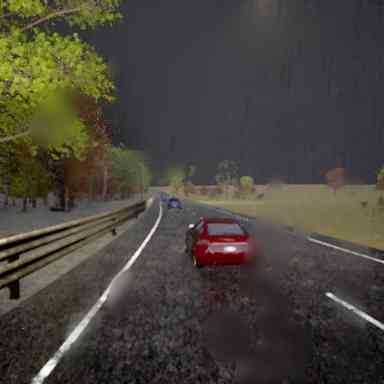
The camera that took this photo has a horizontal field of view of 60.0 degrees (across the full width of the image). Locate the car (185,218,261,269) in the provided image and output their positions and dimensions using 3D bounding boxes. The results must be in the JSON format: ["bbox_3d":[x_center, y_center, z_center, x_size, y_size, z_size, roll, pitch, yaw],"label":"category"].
[{"bbox_3d":[0.877,1.578,11.323,1.994,1.385,4.181,0,0,-6],"label":"car"}]

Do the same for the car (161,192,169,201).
[{"bbox_3d":[-5.481,1.364,76.289,2.097,1.767,4.553,0,0,-6],"label":"car"}]

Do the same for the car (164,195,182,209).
[{"bbox_3d":[-2.505,1.551,45.866,1.812,1.442,4.674,0,0,-6],"label":"car"}]
